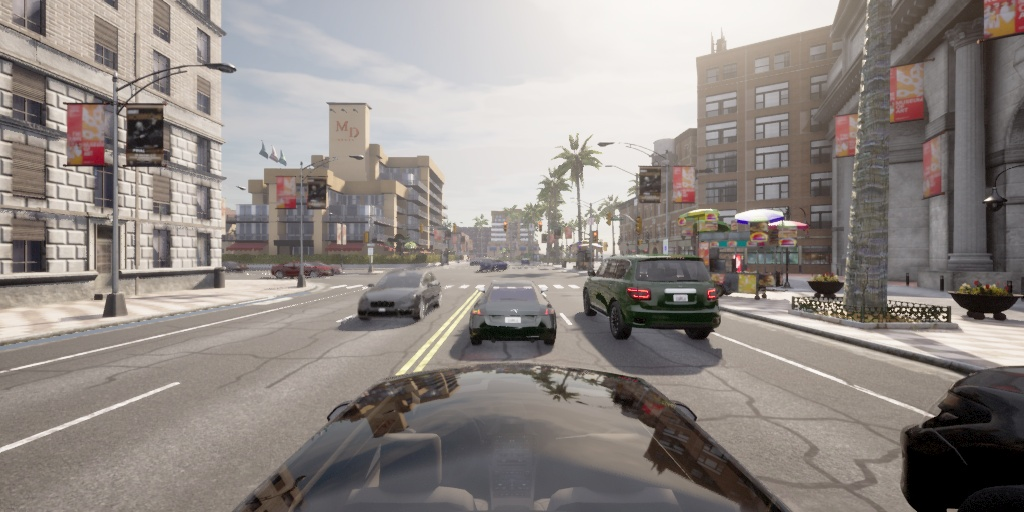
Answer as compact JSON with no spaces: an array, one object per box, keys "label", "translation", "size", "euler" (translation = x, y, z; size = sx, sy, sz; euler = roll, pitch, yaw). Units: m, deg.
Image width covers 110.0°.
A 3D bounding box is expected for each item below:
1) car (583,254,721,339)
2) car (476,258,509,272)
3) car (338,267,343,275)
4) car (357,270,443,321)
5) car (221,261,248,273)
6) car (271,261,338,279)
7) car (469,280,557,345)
[{"label":"car","translation":[3.526,0.971,10.176],"size":[2.150,2.045,5.566],"euler":[0,0,0]},{"label":"car","translation":[-2.234,1.102,46.165],"size":[2.097,1.767,4.553],"euler":[0,0,28]},{"label":"car","translation":[-19.533,1.276,36.067],"size":[4.674,1.442,1.812],"euler":[0,0,-2]},{"label":"car","translation":[-3.657,1.255,12.474],"size":[1.837,1.490,4.892],"euler":[0,0,0]},{"label":"car","translation":[-35.577,1.297,43.970],"size":[5.357,1.411,2.033],"euler":[0,0,-1]},{"label":"car","translation":[-18.937,1.227,32.384],"size":[5.008,1.535,1.882],"euler":[0,0,2]},{"label":"car","translation":[0.025,1.314,9.539],"size":[1.994,1.385,4.181],"euler":[0,0,0]}]
